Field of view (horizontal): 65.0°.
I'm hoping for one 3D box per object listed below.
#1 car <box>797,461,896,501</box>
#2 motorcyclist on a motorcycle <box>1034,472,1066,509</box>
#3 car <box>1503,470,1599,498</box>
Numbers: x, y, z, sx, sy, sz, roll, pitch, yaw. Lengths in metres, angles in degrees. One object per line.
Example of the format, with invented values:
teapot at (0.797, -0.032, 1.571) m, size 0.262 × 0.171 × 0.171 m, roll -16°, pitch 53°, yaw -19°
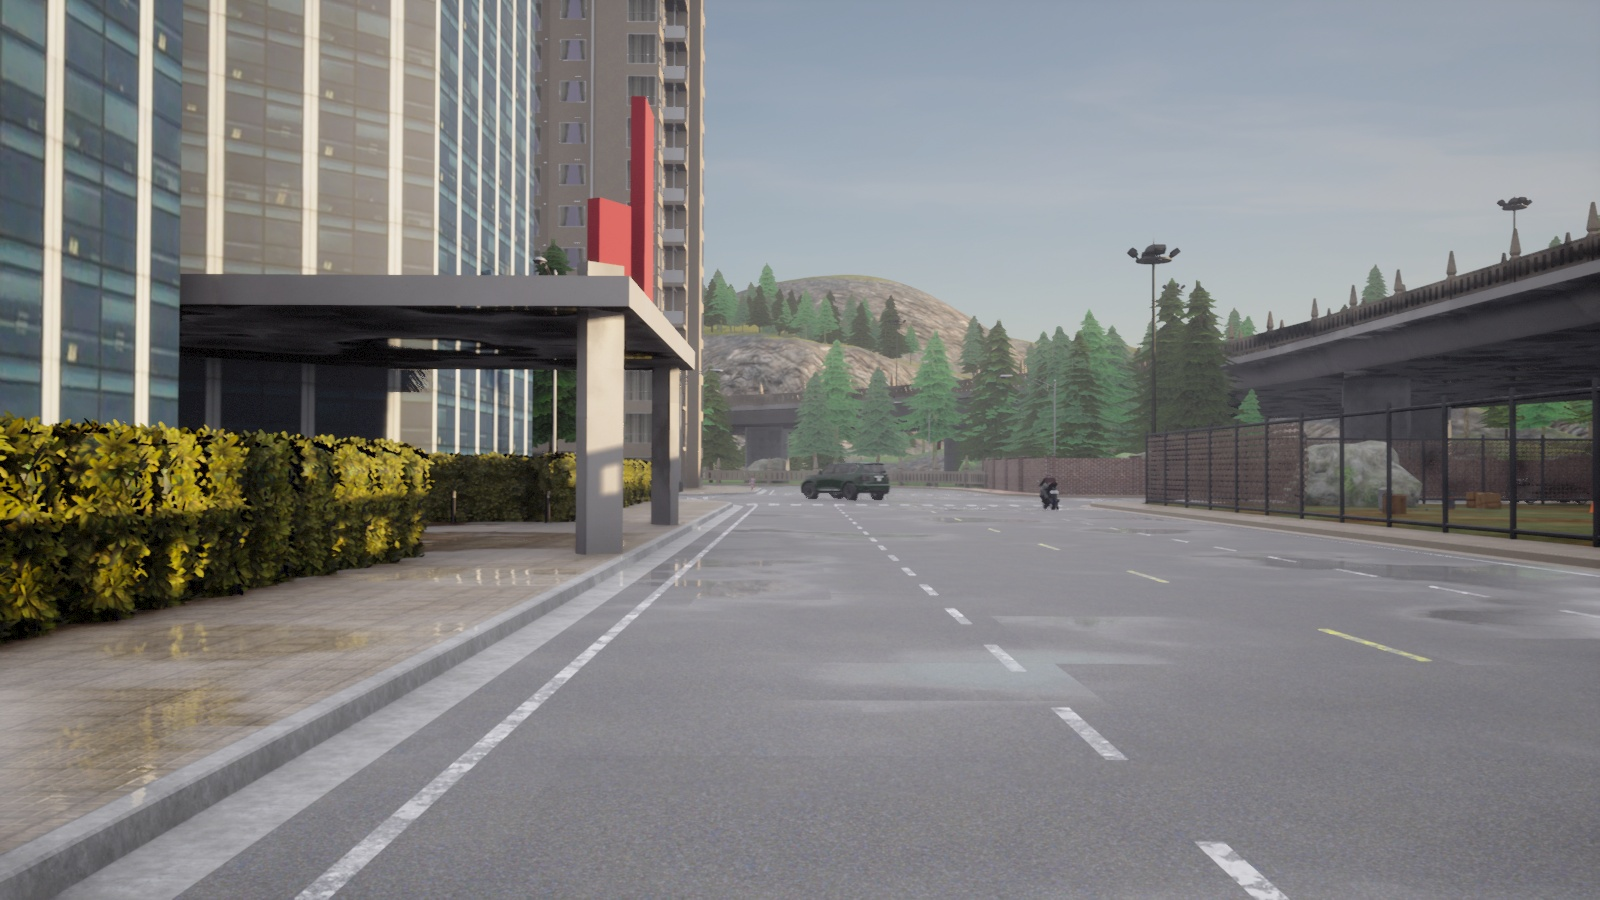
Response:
car at (2.432, 1.637, 67.373) m, size 2.150 × 2.045 × 5.566 m, roll 1°, pitch -1°, yaw -39°
motorcyclist on a motorcycle at (10.365, 1.664, 52.164) m, size 0.866 × 1.530 × 2.191 m, roll 0°, pitch -1°, yaw 0°
car at (40.731, 1.839, 68.109) m, size 4.193 × 1.474 × 1.816 m, roll 0°, pitch -1°, yaw 0°
